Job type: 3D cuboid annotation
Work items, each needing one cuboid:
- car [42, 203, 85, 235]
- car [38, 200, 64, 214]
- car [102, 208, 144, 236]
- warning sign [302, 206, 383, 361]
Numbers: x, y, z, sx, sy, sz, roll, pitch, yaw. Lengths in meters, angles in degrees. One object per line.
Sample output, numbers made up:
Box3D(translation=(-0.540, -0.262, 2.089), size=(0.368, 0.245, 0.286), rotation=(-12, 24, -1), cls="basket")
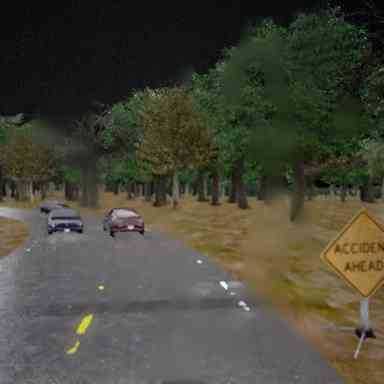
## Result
Box3D(translation=(-7.663, 1.644, 19.895), size=(2.033, 1.411, 5.357), rotation=(1, 0, -25), cls="car")
Box3D(translation=(-14.657, 1.623, 35.103), size=(2.128, 1.511, 4.902), rotation=(1, -1, -43), cls="car")
Box3D(translation=(-4.004, 1.644, 19.133), size=(1.812, 1.442, 4.674), rotation=(1, 0, -22), cls="car")
Box3D(translation=(2.427, 1.154, 4.711), size=(1.300, 1.860, 1.060), rotation=(-1, -1, -5), cls="warning sign")
